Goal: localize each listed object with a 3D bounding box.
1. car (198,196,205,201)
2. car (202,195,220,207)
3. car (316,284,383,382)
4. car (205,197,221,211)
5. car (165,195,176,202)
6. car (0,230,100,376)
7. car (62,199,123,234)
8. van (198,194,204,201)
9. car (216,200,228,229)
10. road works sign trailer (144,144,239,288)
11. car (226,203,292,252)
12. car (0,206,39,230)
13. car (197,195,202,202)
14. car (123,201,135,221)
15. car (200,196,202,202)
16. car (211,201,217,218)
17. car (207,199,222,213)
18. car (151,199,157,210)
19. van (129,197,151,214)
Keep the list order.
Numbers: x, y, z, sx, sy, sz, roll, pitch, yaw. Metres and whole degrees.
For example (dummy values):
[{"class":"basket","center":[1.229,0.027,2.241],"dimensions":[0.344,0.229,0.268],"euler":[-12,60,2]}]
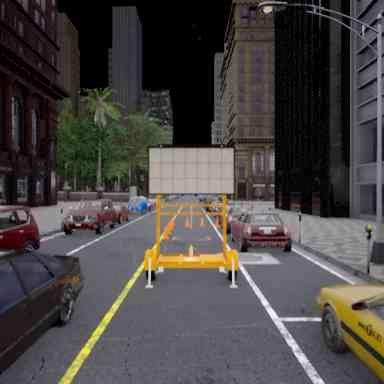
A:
[{"class":"car","center":[2.632,1.693,89.426],"dimensions":[1.752,1.417,4.829],"euler":[0,0,0]},{"class":"car","center":[2.699,1.400,41.129],"dimensions":[2.192,1.841,5.009],"euler":[0,0,0]},{"class":"car","center":[2.754,1.531,3.323],"dimensions":[1.752,1.417,4.829],"euler":[0,0,0]},{"class":"car","center":[2.708,1.599,35.873],"dimensions":[1.752,1.417,4.829],"euler":[0,0,0]},{"class":"car","center":[-5.885,1.711,83.844],"dimensions":[2.008,1.369,4.403],"euler":[0,0,0]},{"class":"car","center":[-3.007,1.555,4.329],"dimensions":[2.033,1.411,5.357],"euler":[0,0,0]},{"class":"car","center":[-5.795,1.353,19.428],"dimensions":[2.192,1.841,5.009],"euler":[0,0,0]},{"class":"van","center":[2.624,1.516,94.677],"dimensions":[1.690,1.788,3.998],"euler":[0,0,0]},{"class":"car","center":[2.731,1.477,19.428],"dimensions":[1.967,1.590,4.097],"euler":[0,0,0]},{"class":"road works sign trailer","center":[-0.014,0.481,9.275],"dimensions":[2.380,3.560,2.880],"euler":[0,0,0]},{"class":"car","center":[2.738,1.466,14.003],"dimensions":[1.967,1.590,4.097],"euler":[0,0,0]},{"class":"car","center":[-5.779,1.331,8.576],"dimensions":[2.192,1.841,5.009],"euler":[0,0,0]},{"class":"car","center":[2.648,1.717,78.415],"dimensions":[1.947,1.339,4.313],"euler":[0,0,0]},{"class":"car","center":[-5.802,1.594,24.853],"dimensions":[1.887,1.381,4.507],"euler":[0,0,0]},{"class":"car","center":[2.685,1.672,51.979],"dimensions":[1.947,1.339,4.313],"euler":[0,0,0]},{"class":"car","center":[2.722,1.594,24.853],"dimensions":[1.887,1.381,4.507],"euler":[0,0,0]},{"class":"car","center":[2.716,1.612,30.278],"dimensions":[2.008,1.369,4.403],"euler":[0,0,0]},{"class":"car","center":[-5.825,1.525,41.132],"dimensions":[1.967,1.590,4.097],"euler":[0,0,0]},{"class":"van","center":[-5.818,1.415,35.706],"dimensions":[1.690,1.788,3.998],"euler":[0,0,0]}]
